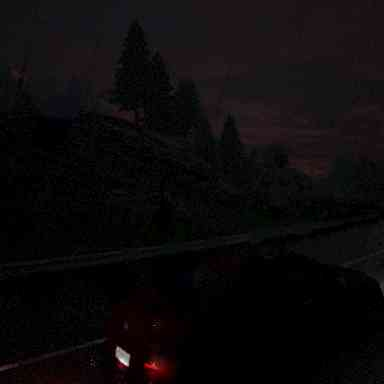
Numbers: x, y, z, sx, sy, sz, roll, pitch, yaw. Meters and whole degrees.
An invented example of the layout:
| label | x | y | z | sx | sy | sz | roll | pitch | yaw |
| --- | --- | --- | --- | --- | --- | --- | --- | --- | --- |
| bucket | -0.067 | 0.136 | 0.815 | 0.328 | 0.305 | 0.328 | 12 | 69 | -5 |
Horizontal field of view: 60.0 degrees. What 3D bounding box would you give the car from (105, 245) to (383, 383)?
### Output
| label | x | y | z | sx | sy | sz | roll | pitch | yaw |
| --- | --- | --- | --- | --- | --- | --- | --- | --- | --- |
| car | 1.070 | 1.534 | 4.911 | 4.674 | 1.442 | 1.812 | 0 | 0 | -39 |
